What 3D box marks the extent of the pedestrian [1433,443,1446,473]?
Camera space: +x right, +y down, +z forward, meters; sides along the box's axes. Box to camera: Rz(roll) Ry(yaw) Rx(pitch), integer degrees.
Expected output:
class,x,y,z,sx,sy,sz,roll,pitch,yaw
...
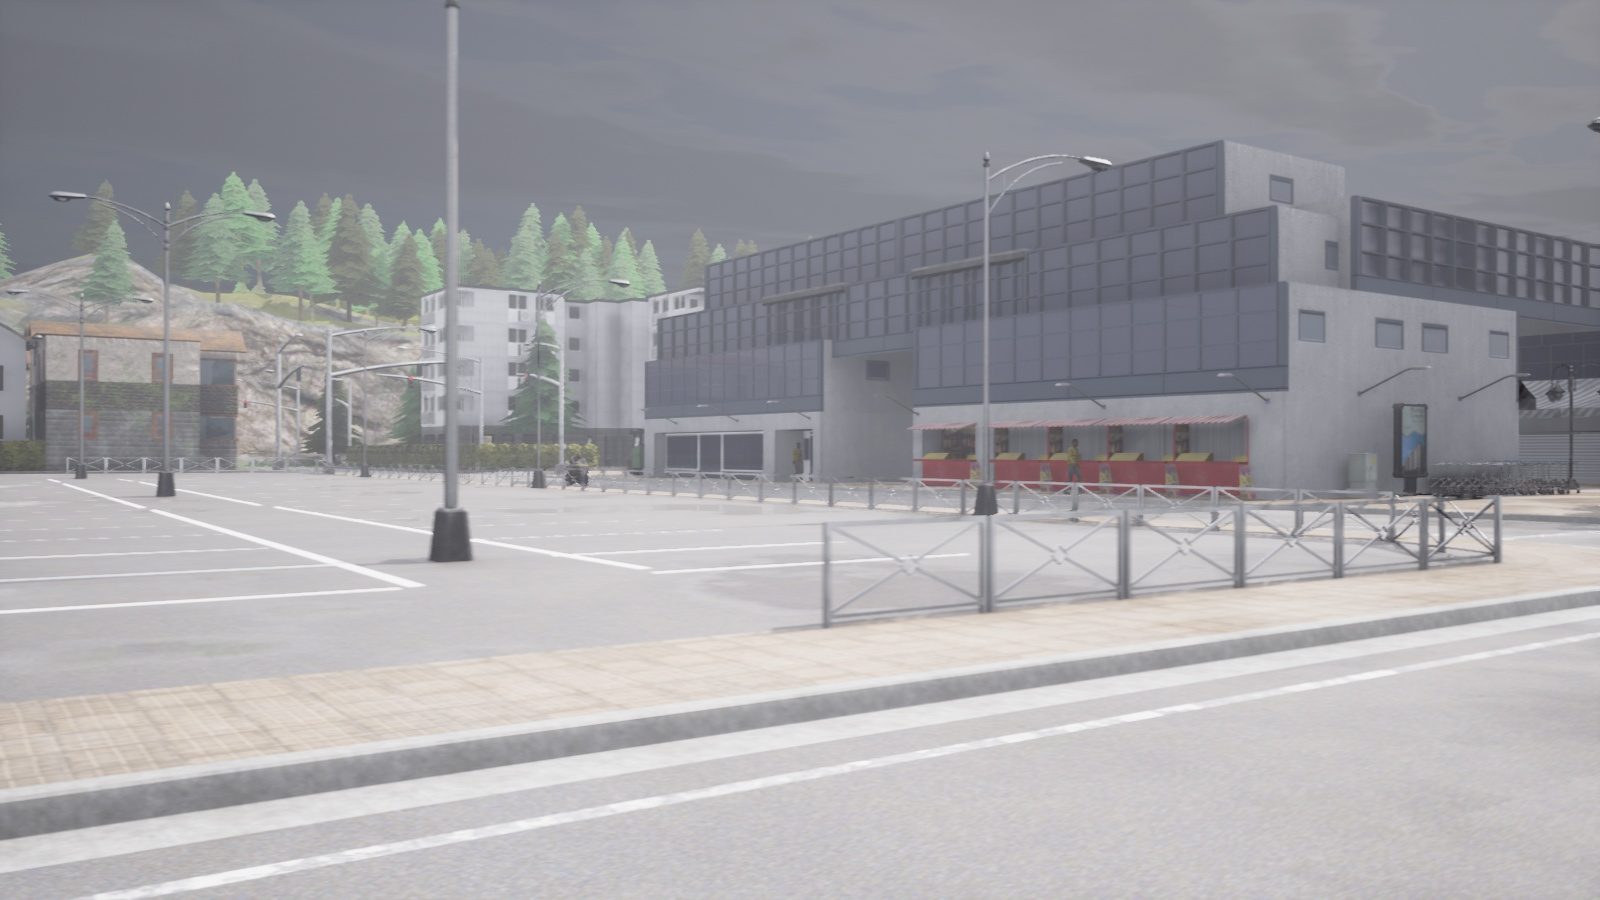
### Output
class,x,y,z,sx,sy,sz,roll,pitch,yaw
pedestrian,38.726,0.495,76.060,0.345,1.836,0.594,0,0,-36

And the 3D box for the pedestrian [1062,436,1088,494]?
class,x,y,z,sx,sy,sz,roll,pitch,yaw
pedestrian,8.720,0.469,39.833,0.431,1.840,0.709,0,0,-37

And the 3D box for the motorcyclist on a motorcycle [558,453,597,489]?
class,x,y,z,sx,sy,sz,roll,pitch,yaw
motorcyclist on a motorcycle,-9.689,0.919,54.594,0.866,1.530,2.191,0,0,-34

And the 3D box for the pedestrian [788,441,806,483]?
class,x,y,z,sx,sy,sz,roll,pitch,yaw
pedestrian,-0.127,0.527,55.559,0.431,1.840,0.709,0,0,-44
